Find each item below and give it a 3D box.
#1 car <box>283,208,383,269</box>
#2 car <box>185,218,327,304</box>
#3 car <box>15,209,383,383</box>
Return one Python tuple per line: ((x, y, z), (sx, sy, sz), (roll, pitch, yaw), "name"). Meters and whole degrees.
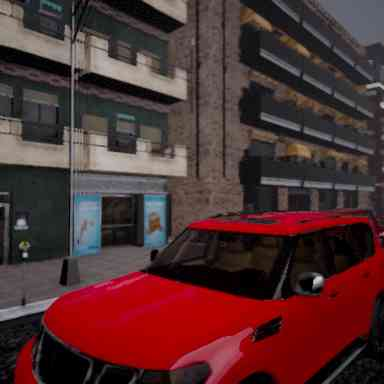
((5.919, 1.622, 13.333), (2.192, 1.841, 5.009), (-1, -2, 45), "car")
((1.963, 1.662, 9.316), (1.967, 1.590, 4.097), (-1, -2, 45), "car")
((0.864, 1.330, 4.374), (2.150, 2.045, 5.566), (-1, -2, 45), "car")
